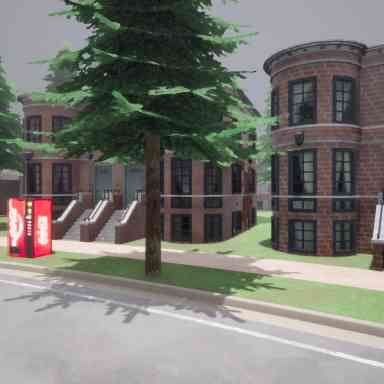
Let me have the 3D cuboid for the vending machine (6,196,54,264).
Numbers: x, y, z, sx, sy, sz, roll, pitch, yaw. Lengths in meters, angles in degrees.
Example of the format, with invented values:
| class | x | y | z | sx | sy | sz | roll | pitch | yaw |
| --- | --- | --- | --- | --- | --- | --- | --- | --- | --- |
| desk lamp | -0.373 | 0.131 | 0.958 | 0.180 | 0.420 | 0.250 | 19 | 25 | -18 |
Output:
| class | x | y | z | sx | sy | sz | roll | pitch | yaw |
| --- | --- | --- | --- | --- | --- | --- | --- | --- | --- |
| vending machine | -5.337 | 1.195 | 10.994 | 0.880 | 2.100 | 1.100 | 0 | 0 | 23 |
